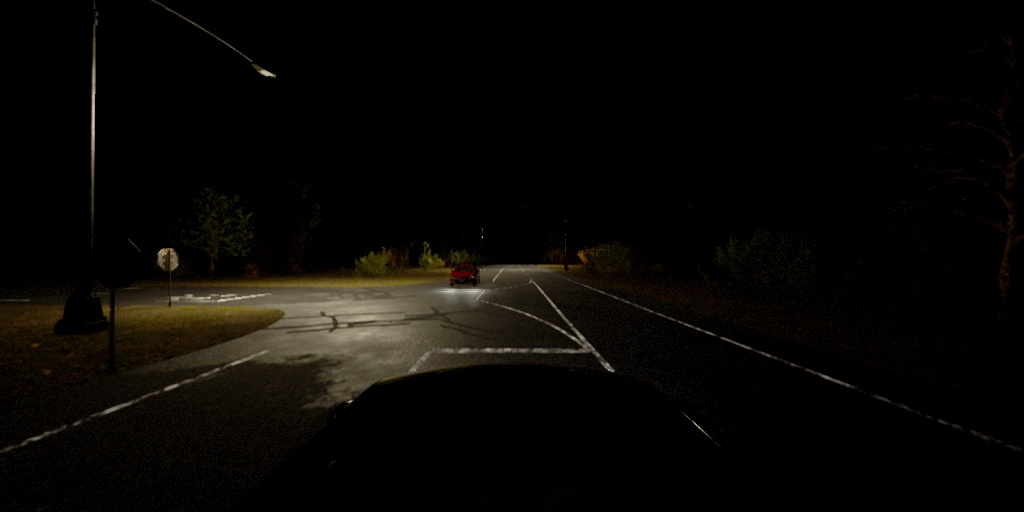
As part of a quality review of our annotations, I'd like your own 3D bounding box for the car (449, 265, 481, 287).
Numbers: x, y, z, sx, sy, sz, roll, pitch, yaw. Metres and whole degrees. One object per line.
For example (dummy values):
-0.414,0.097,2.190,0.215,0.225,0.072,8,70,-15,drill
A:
-3.432,1.411,26.891,1.882,1.535,5.008,0,0,0,car
